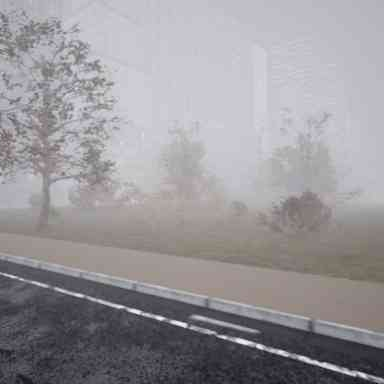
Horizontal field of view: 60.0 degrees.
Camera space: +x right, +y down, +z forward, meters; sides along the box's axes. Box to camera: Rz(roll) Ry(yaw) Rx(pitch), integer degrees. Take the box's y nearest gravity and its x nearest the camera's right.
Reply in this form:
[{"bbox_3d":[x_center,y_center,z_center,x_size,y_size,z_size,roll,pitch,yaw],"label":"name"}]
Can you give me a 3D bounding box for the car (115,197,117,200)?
[{"bbox_3d":[-17.253,1.865,72.755,1.882,1.535,5.008,-1,-1,37],"label":"car"}]
